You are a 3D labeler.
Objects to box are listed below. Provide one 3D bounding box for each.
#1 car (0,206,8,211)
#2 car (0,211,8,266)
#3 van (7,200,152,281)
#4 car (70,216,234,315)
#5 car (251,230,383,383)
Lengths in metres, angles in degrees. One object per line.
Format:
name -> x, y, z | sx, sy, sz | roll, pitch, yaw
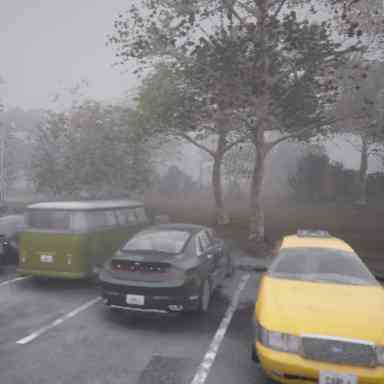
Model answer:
car -> -7.445, 1.311, 12.710 | 2.185, 1.767, 4.553 | 0, -1, 15
car -> -5.035, 1.476, 11.056 | 2.163, 1.488, 4.792 | 0, -1, 15
van -> -2.619, 1.231, 9.431 | 1.878, 1.987, 4.442 | 0, -1, 16
car -> -0.253, 1.467, 7.600 | 2.231, 1.521, 4.892 | 0, -1, 16
car -> 2.100, 1.473, 5.717 | 1.946, 1.575, 5.366 | 1, 0, 16
